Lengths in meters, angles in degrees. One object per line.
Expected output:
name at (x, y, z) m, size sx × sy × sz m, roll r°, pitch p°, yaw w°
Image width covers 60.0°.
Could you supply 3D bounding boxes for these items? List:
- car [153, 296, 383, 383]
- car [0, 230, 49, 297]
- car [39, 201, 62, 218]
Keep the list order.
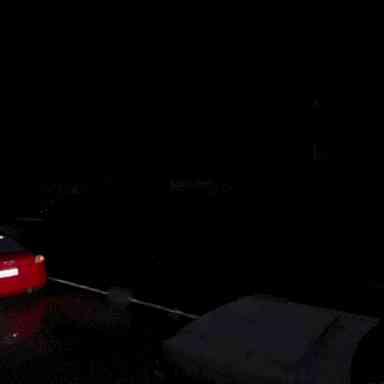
car at (1.966, 1.601, 2.583) m, size 4.718 × 1.301 × 1.895 m, roll 0°, pitch 0°, yaw 36°
car at (-5.206, 1.564, 7.754) m, size 4.181 × 1.385 × 1.994 m, roll 0°, pitch 0°, yaw 37°
car at (-11.395, 1.466, 30.320) m, size 1.837 × 1.490 × 4.892 m, roll 0°, pitch 0°, yaw 35°
